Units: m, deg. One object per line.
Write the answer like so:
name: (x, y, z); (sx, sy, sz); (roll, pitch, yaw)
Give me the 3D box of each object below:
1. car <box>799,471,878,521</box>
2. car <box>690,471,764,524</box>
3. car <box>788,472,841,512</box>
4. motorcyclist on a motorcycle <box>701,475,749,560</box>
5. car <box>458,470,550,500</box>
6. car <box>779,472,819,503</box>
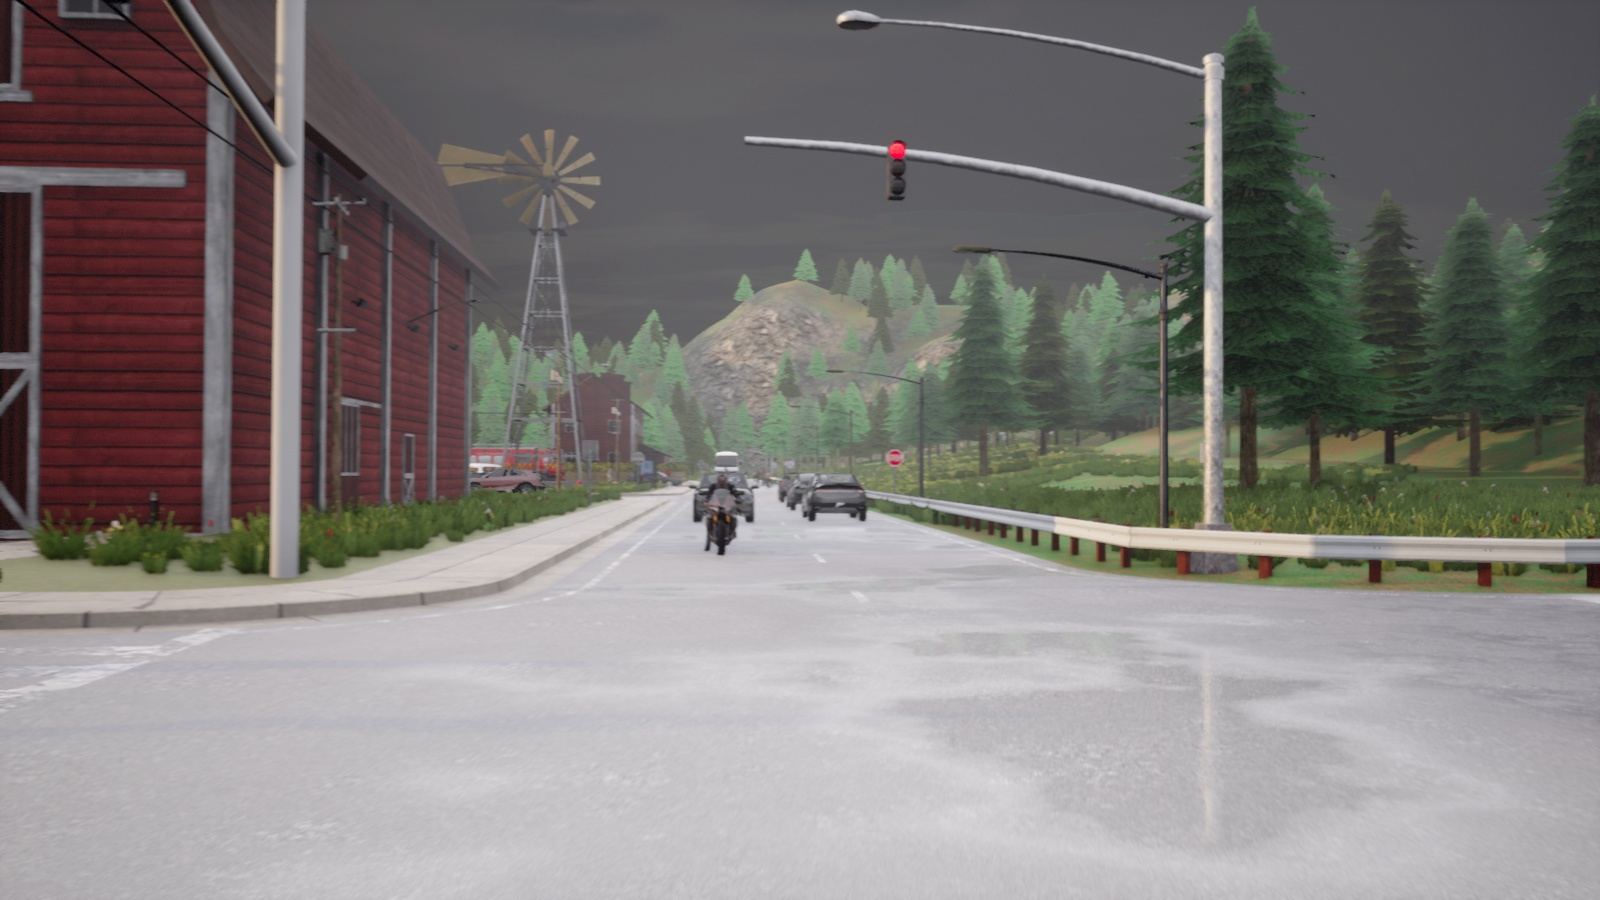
car: (1.169, 1.438, 40.411); (2.128, 1.511, 4.902); (0, -1, -3)
car: (-2.237, 1.420, 38.634); (2.128, 1.511, 4.902); (0, -1, -3)
car: (0.562, 1.672, 51.371); (1.837, 1.490, 4.892); (0, -1, -3)
motorcyclist on a motorcycle: (-1.430, 1.254, 24.087); (0.866, 1.530, 2.191); (0, -1, -3)
car: (-16.801, 1.988, 71.509); (4.856, 1.649, 2.033); (0, -1, -5)
car: (-0.084, 1.876, 63.039); (1.845, 1.501, 3.633); (0, -1, -3)
